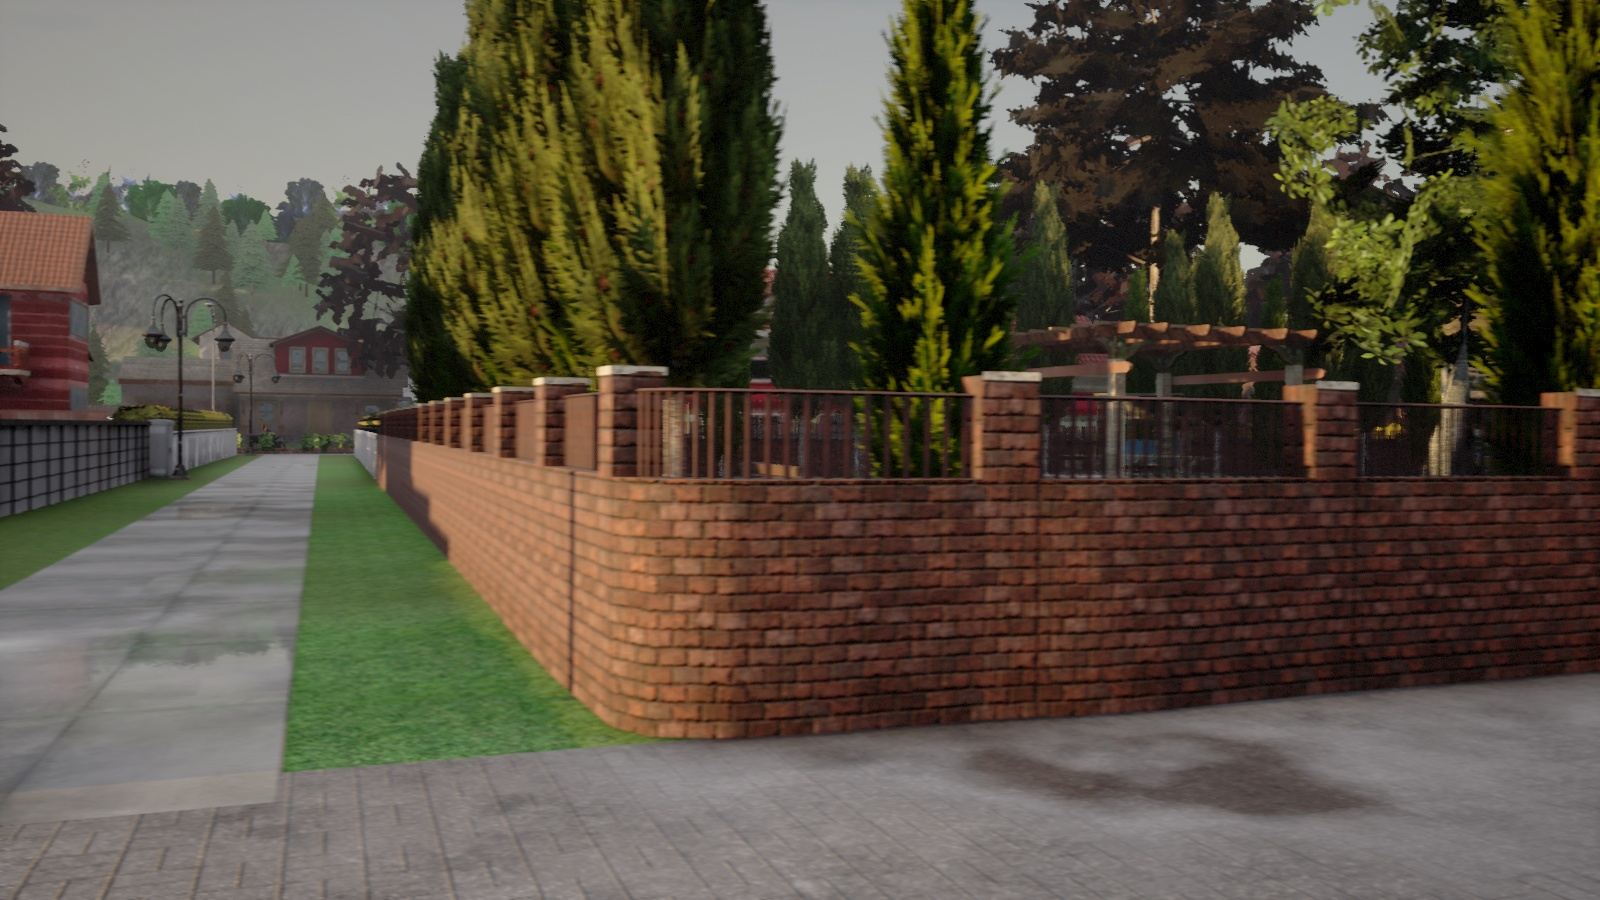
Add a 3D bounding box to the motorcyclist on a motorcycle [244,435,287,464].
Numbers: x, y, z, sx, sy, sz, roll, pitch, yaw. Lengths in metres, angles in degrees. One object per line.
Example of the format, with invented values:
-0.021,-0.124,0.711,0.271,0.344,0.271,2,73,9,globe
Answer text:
-28.796,-0.010,67.680,2.044,1.523,0.797,-1,1,-21,motorcyclist on a motorcycle
